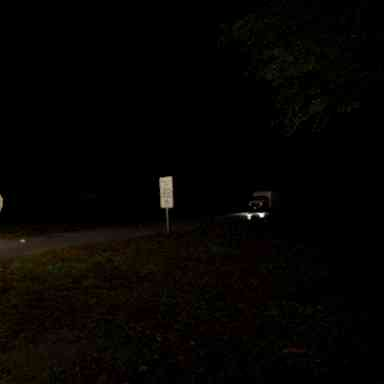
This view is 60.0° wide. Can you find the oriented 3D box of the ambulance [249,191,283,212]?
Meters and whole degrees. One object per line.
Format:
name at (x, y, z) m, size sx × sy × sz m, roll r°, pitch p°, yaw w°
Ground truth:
ambulance at (9.167, 1.179, 41.409) m, size 2.351 × 2.431 × 6.366 m, roll -3°, pitch -2°, yaw 35°
